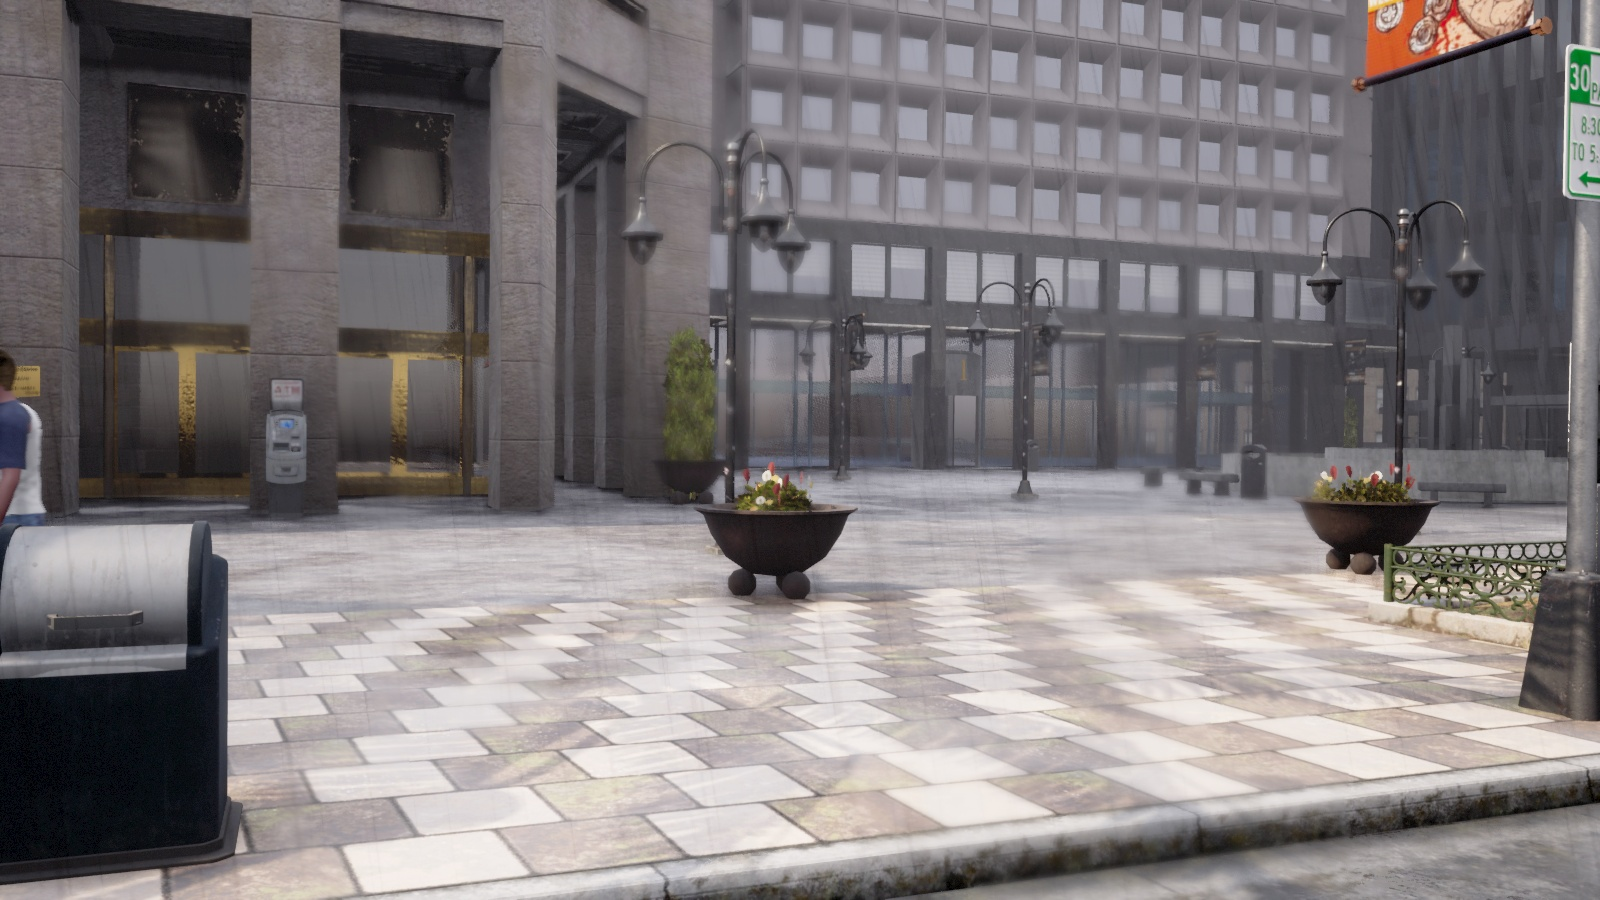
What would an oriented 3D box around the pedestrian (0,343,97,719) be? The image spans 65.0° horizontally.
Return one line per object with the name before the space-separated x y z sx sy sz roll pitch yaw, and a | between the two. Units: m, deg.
pedestrian | -3.975 0.395 6.312 0.706 1.836 0.354 -1 1 -34
